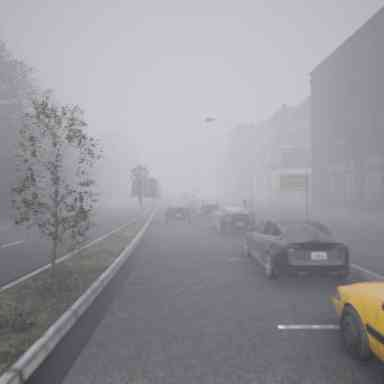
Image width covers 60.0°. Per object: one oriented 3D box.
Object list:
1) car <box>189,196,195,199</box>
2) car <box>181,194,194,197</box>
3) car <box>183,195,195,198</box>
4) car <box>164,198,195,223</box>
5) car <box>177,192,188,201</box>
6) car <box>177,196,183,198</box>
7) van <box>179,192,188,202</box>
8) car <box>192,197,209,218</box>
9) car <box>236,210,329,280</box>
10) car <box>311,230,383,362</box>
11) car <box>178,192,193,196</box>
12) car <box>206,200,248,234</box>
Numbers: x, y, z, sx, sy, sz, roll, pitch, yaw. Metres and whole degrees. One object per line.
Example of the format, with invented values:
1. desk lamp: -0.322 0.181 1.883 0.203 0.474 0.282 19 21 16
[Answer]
1. car: 1.049 1.517 36.085 2.002 1.452 4.674 0 0 -4
2. car: -0.238 1.468 52.708 2.163 1.488 4.792 0 0 -4
3. car: 0.194 1.493 47.145 2.002 1.452 4.674 0 0 -4
4. car: -1.116 1.483 25.592 1.882 1.535 5.008 0 0 -4
5. car: -2.377 1.063 80.354 2.435 2.045 5.566 0 0 -4
6. car: -2.436 1.581 42.884 1.895 1.301 4.718 0 0 -4
7. van: -1.955 1.119 74.913 1.878 1.987 4.442 0 0 -4
8. car: 1.477 1.485 30.551 2.231 1.521 4.892 0 0 -4
9. car: 2.876 1.519 10.009 2.163 1.488 4.792 0 0 -1
10. car: 3.050 1.479 2.969 1.946 1.575 5.366 0 0 0
11. car: -0.664 1.167 58.235 2.435 2.045 5.566 0 0 -4
12. car: 2.324 1.492 19.591 2.097 1.535 5.008 0 0 -4
